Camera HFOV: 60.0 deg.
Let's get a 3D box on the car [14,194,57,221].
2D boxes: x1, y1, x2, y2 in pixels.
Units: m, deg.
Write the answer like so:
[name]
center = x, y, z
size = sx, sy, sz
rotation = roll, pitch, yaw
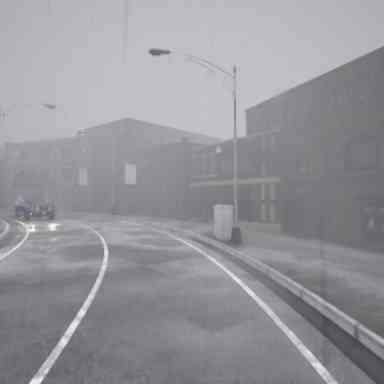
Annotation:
[car]
center = -13.140, 1.239, 27.719
size = 2.150, 2.045, 5.566
rotation = 1, -1, -40
